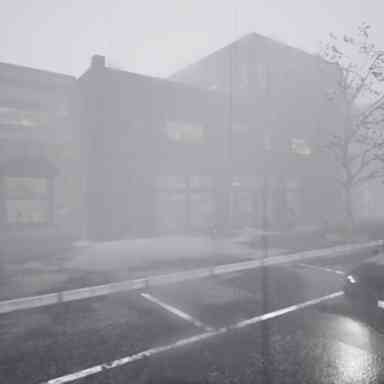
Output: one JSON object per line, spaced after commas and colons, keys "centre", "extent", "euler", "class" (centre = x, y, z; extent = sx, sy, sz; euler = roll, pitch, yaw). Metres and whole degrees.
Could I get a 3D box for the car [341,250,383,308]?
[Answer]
{"centre": [5.531, 1.590, 7.333], "extent": [5.357, 1.411, 2.033], "euler": [0, 0, -36], "class": "car"}
